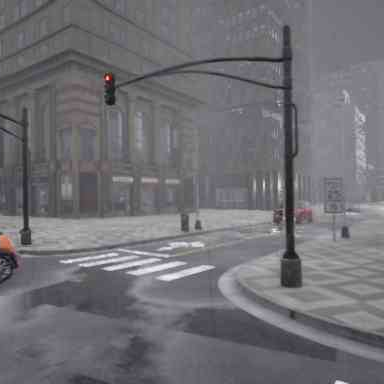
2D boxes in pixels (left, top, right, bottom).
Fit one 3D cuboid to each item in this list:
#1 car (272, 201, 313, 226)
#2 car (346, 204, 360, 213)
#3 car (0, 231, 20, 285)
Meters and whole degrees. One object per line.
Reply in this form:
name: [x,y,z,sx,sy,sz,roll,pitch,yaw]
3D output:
car: [8.998,1.805,29.316,2.150,2.045,5.566,-1,-1,36]
car: [24.246,2.492,50.624,1.994,1.385,4.181,-1,-2,36]
car: [-6.559,1.429,7.539,2.097,1.767,4.553,-1,0,35]
